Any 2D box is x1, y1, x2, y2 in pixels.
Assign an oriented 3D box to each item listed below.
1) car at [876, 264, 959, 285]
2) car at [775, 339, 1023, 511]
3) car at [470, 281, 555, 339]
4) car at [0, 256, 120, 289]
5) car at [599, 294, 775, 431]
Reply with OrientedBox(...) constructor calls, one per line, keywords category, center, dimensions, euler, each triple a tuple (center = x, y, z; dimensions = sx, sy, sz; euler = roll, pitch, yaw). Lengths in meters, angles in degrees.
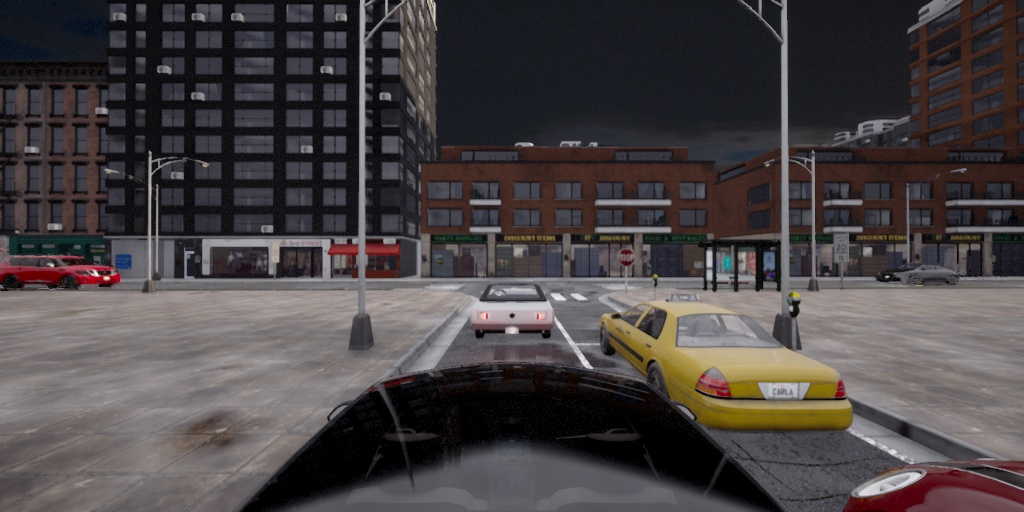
OrientedBox(category="car", center=(27.961, 1.259, 24.809), dimensions=(4.181, 1.385, 1.994), euler=(0, 0, 0))
OrientedBox(category="car", center=(2.642, 1.190, 0.193), dimensions=(1.967, 1.591, 4.097), euler=(0, 0, 0))
OrientedBox(category="car", center=(0.054, 1.348, 10.084), dimensions=(1.895, 1.301, 4.718), euler=(0, 0, 1))
OrientedBox(category="car", center=(-27.224, 0.996, 21.624), dimensions=(5.566, 2.045, 2.150), euler=(0, 0, 0))
OrientedBox(category="car", center=(2.634, 1.274, 5.800), dimensions=(1.751, 1.417, 4.829), euler=(0, 0, 0))
